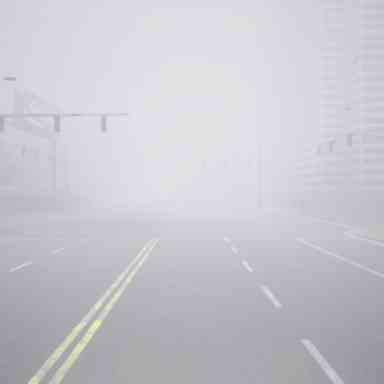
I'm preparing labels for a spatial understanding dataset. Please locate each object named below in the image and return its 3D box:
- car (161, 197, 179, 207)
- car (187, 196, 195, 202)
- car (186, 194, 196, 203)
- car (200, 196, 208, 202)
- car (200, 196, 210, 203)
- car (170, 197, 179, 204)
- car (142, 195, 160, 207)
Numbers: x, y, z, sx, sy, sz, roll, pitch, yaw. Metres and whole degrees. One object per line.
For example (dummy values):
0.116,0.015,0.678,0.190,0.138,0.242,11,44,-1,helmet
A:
-3.779,1.789,57.459,1.837,1.490,4.892,0,0,0,car
-0.354,1.814,88.136,1.994,1.385,4.181,0,0,0,car
-0.310,1.596,77.466,2.150,2.045,5.566,0,0,0,car
3.146,1.800,88.150,2.033,1.411,5.357,0,0,0,car
3.187,1.730,78.252,2.097,1.767,4.553,0,0,0,car
-3.792,1.884,72.922,1.812,1.442,4.674,0,0,0,car
-7.277,1.638,57.364,2.097,1.767,4.553,0,0,0,car
